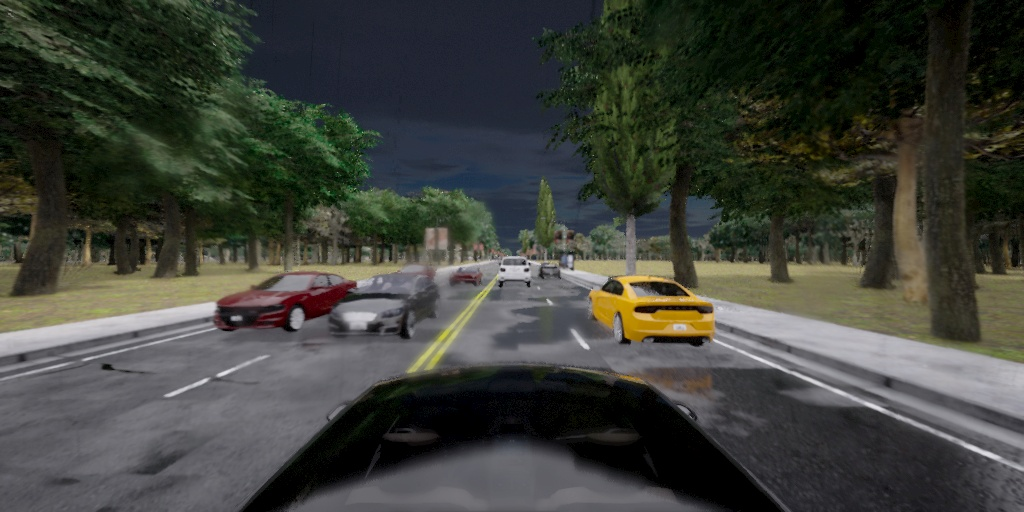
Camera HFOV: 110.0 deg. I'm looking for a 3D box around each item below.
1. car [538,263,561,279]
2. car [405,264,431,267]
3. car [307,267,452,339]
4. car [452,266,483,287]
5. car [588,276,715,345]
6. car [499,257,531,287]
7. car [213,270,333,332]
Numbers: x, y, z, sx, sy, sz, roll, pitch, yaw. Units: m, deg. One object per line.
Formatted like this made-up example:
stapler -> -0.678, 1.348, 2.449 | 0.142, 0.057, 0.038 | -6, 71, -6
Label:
car -> 3.528, 1.375, 34.375 | 2.128, 1.511, 4.902 | 0, 0, 0
car -> -6.419, 1.269, 24.111 | 1.882, 1.535, 5.008 | 0, 0, 1
car -> -3.304, 1.251, 10.209 | 2.128, 1.511, 4.902 | 0, 0, 0
car -> -3.153, 1.415, 25.296 | 1.895, 1.301, 4.718 | 0, 0, 1
car -> 3.380, 1.272, 9.655 | 1.882, 1.535, 5.008 | 0, 0, 0
car -> 0.203, 1.057, 25.864 | 2.150, 2.045, 5.566 | 0, 0, 1
car -> -6.548, 1.224, 11.064 | 1.882, 1.535, 5.008 | 0, 0, 1
